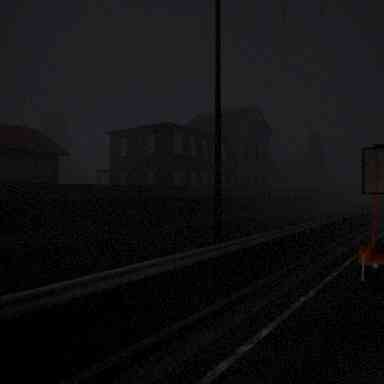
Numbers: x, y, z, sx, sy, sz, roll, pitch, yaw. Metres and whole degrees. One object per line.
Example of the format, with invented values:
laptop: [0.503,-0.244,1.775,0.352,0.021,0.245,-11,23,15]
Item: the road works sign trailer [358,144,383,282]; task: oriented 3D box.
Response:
road works sign trailer: [5.935,0.463,8.937,2.380,3.560,2.880,0,0,36]
